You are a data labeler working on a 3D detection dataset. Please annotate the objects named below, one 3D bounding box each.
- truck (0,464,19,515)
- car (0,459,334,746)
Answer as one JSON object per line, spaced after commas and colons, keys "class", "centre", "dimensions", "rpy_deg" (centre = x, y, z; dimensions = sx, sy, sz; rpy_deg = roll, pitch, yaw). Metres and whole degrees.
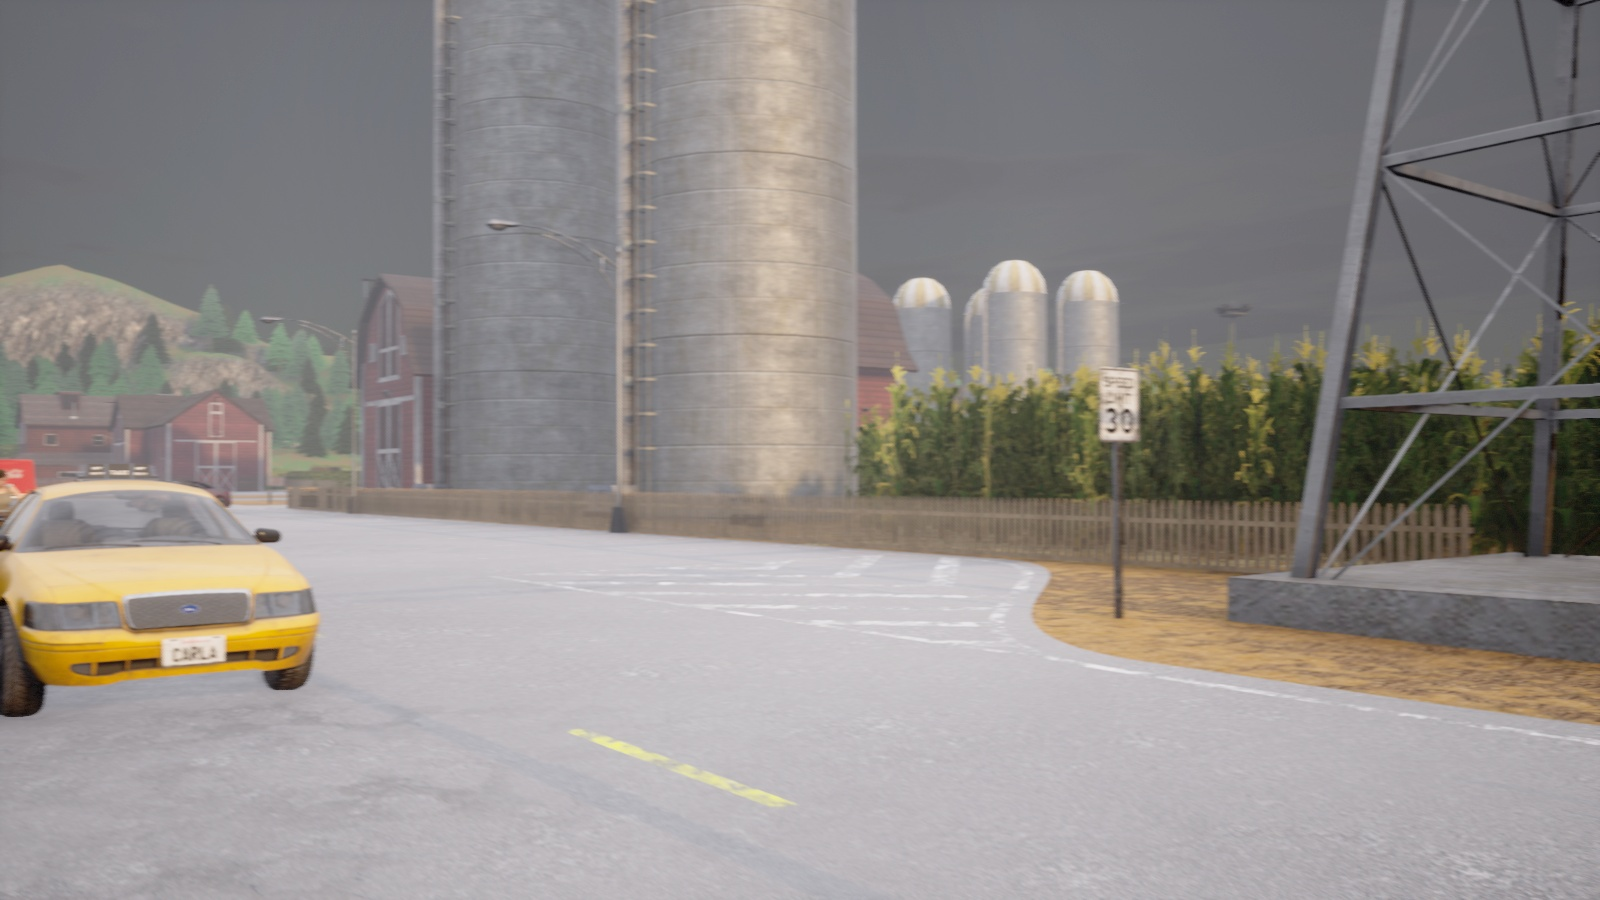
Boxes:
{"class": "truck", "centre": [-41.110, 1.991, 63.228], "dimensions": [2.627, 2.467, 5.204], "rpy_deg": [0, -1, -37]}
{"class": "car", "centre": [-5.305, 0.906, 9.615], "dimensions": [1.801, 1.575, 5.366], "rpy_deg": [0, -1, -37]}
